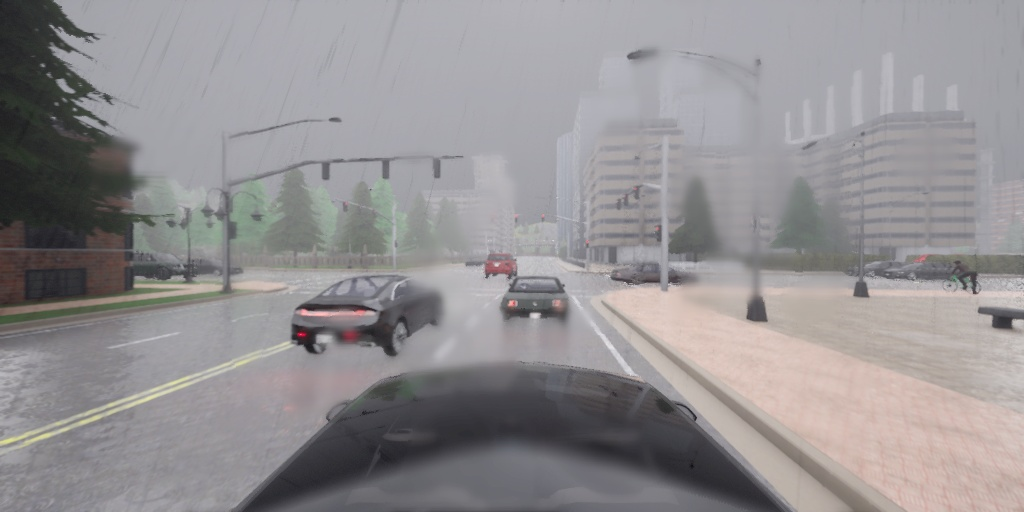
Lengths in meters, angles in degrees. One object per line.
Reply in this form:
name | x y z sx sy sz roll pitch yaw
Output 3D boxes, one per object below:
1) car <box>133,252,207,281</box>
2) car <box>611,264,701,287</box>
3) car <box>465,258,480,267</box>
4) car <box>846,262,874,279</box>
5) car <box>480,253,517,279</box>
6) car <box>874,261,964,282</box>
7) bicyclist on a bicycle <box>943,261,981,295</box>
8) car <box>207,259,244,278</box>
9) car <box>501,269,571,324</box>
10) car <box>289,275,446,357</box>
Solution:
car | -25.996 0.711 26.154 5.566 2.045 2.150 0 0 6
car | 9.282 1.207 23.428 5.357 1.411 2.033 0 0 2
car | -5.774 1.012 54.055 1.895 1.301 4.718 0 0 5
car | 32.601 1.216 31.749 4.892 1.490 1.837 0 0 5
car | -0.866 0.796 30.397 2.150 2.045 5.566 0 0 7
car | 32.253 1.236 28.266 4.892 1.490 1.837 0 0 5
bicyclist on a bicycle | 22.091 1.052 17.632 0.582 1.620 1.656 0 0 5
car | -24.770 0.975 29.562 4.892 1.490 1.837 2 0 5
car | 0.806 1.294 11.774 1.895 1.301 4.718 0 0 5
car | -2.956 1.188 8.467 2.128 1.511 4.902 0 0 4
